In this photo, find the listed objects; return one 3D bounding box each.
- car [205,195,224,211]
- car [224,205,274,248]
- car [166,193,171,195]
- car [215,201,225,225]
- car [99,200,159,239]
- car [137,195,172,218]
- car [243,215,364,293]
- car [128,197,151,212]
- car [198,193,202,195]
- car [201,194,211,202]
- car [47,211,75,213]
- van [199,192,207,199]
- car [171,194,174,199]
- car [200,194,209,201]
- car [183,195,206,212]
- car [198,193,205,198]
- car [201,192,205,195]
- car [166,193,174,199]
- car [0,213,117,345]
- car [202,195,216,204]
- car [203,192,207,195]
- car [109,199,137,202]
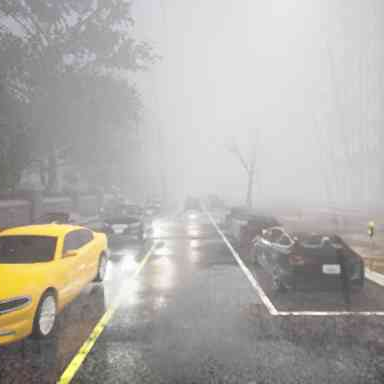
[{"bbox_3d":[2.685,1.293,36.646,1.887,1.381,4.507,0,0,0],"label":"car"},{"bbox_3d":[2.688,1.465,14.116,1.947,1.339,4.313,0,0,0],"label":"car"},{"bbox_3d":[-5.701,1.120,64.805,1.887,1.381,4.507,0,0,0],"label":"car"},{"bbox_3d":[2.687,1.426,19.749,1.947,1.339,4.313,0,0,0],"label":"car"},{"bbox_3d":[-3.090,1.374,16.524,2.128,1.511,4.902,0,0,0],"label":"car"},{"bbox_3d":[-3.074,1.301,27.408,2.128,1.511,4.902,0,0,0],"label":"car"},{"bbox_3d":[2.689,1.505,8.484,1.947,1.339,4.313,0,0,0],"label":"car"},{"bbox_3d":[-5.695,1.275,36.474,1.752,1.417,4.829,0,0,0],"label":"car"},{"bbox_3d":[-0.002,1.226,47.789,2.033,1.411,5.357,0,0,0],"label":"car"},{"bbox_3d":[2.679,1.157,64.807,1.802,1.307,4.206,0,0,0],"label":"car"},{"bbox_3d":[-5.692,1.481,14.115,1.802,1.307,4.206,0,0,0],"label":"car"},{"bbox_3d":[2.676,0.821,81.702,1.690,1.788,3.998,0,0,0],"label":"van"},{"bbox_3d":[-5.704,1.055,76.069,1.887,1.381,4.507,0,0,0],"label":"car"},{"bbox_3d":[2.678,1.124,70.438,1.802,1.307,4.206,0,0,0],"label":"car"},{"bbox_3d":[0.094,1.311,34.347,2.033,1.411,5.357,0,0,0],"label":"car"},{"bbox_3d":[2.673,1.003,92.967,1.802,1.307,4.206,0,0,0],"label":"car"},{"bbox_3d":[2.683,1.118,47.909,1.967,1.590,4.097,0,0,0],"label":"car"},{"bbox_3d":[-5.706,0.976,87.164,1.752,1.417,4.829,0,0,0],"label":"car"},{"bbox_3d":[-3.092,1.429,6.652,1.882,1.535,5.008,0,0,0],"label":"car"},{"bbox_3d":[2.681,1.194,53.542,2.008,1.369,4.403,0,0,0],"label":"car"},{"bbox_3d":[2.684,1.153,42.277,1.967,1.590,4.097,0,0,0],"label":"car"},{"bbox_3d":[-5.693,1.262,25.379,1.967,1.590,4.097,0,0,0],"label":"car"}]
